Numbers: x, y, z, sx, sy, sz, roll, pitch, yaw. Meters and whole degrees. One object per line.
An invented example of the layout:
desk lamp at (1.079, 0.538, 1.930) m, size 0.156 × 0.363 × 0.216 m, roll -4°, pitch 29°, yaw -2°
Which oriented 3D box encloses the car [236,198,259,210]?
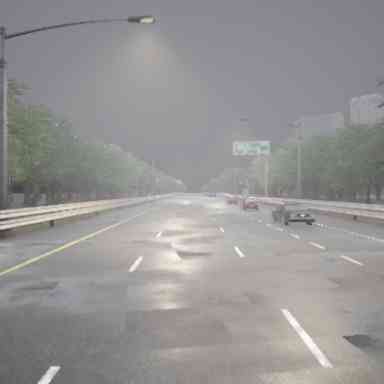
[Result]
car at (7.103, 1.520, 41.759) m, size 1.812 × 1.442 × 4.674 m, roll 0°, pitch 0°, yaw 0°

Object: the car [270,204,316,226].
car at (7.034, 1.546, 23.595) m, size 2.033 × 1.411 × 5.357 m, roll 0°, pitch 0°, yaw 0°

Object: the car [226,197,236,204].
car at (7.198, 1.566, 60.320) m, size 1.895 × 1.301 × 4.718 m, roll 0°, pitch 0°, yaw 0°
